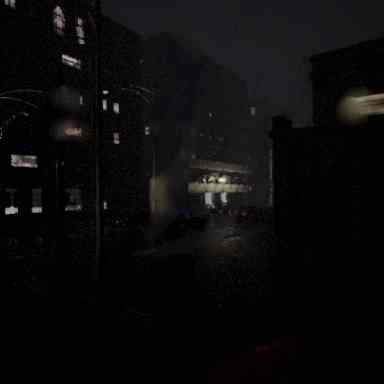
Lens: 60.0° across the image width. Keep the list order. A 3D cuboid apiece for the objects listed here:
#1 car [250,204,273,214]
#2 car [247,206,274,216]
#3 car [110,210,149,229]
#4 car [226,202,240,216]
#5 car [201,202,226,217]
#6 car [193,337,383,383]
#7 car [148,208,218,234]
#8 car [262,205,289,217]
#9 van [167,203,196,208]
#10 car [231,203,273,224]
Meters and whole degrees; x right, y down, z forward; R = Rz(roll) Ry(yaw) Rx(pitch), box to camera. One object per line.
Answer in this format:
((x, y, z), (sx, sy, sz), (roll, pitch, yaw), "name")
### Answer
((11.186, 2.693, 53.345), (2.008, 1.369, 4.403), (-2, -2, 35), "car")
((9.622, 2.582, 46.458), (1.895, 1.301, 4.718), (-1, -2, 35), "car")
((-4.431, 2.084, 26.372), (1.994, 1.385, 4.181), (-1, -2, 35), "car")
((5.002, 2.254, 44.482), (2.192, 1.841, 5.009), (-2, -2, 35), "car")
((1.913, 2.278, 40.042), (1.967, 1.590, 4.097), (-2, -2, 35), "car")
((1.976, 1.540, 1.637), (4.507, 1.381, 1.887), (0, -1, 35), "car")
((-0.484, 1.962, 21.936), (2.008, 1.369, 4.403), (-2, -2, 35), "car")
((10.787, 2.457, 42.795), (1.994, 1.385, 4.181), (-1, -2, 35), "car")
((-1.179, 2.077, 35.609), (1.690, 1.788, 3.998), (-2, -2, 35), "van")
((5.694, 2.055, 30.812), (1.967, 1.590, 4.097), (-2, -2, 35), "car")
